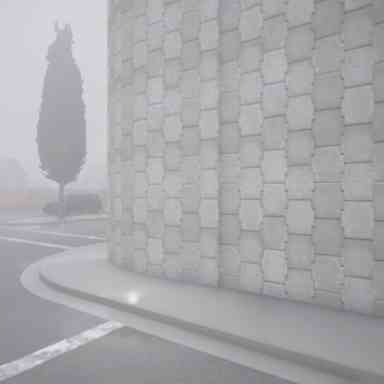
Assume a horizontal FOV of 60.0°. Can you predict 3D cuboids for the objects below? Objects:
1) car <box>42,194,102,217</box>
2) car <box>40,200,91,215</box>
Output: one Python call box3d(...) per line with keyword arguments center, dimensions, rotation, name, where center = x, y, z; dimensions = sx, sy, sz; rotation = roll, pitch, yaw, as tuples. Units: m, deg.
box3d(center=(-11.130, 1.207, 31.553), dimensions=(2.150, 2.045, 5.566), rotation=(0, 0, 35), name="car")
box3d(center=(-13.113, 1.584, 34.826), dimensions=(1.895, 1.301, 4.718), rotation=(0, 0, 35), name="car")
